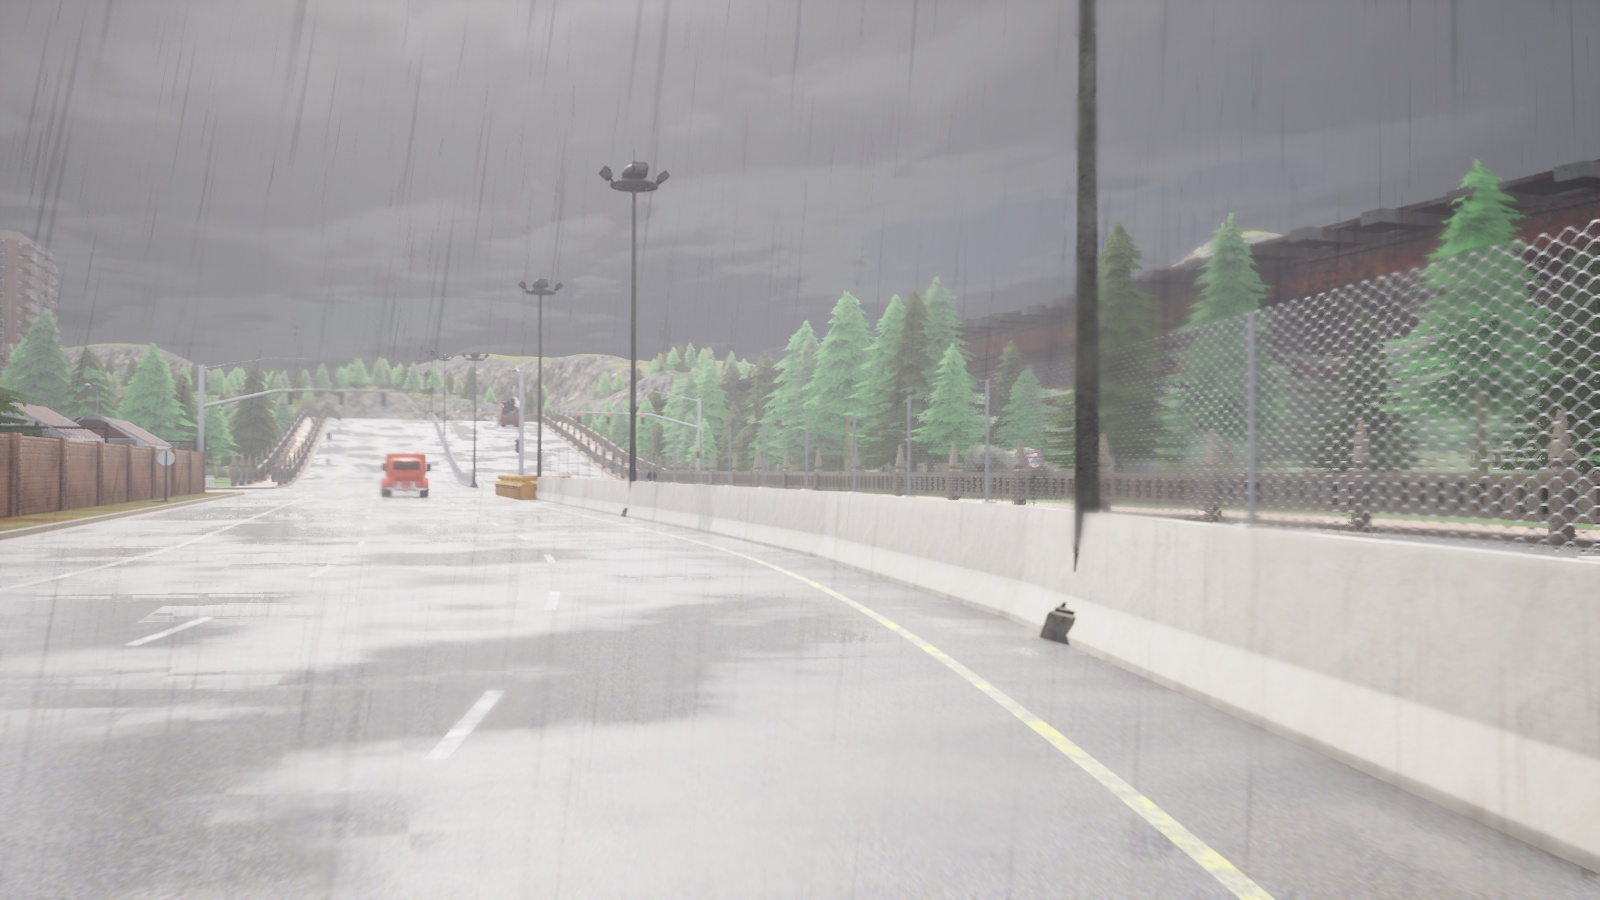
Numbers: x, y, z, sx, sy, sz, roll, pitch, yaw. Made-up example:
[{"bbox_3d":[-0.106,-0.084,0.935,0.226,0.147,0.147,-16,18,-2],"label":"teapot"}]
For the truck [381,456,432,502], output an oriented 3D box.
[{"bbox_3d":[-22.079,1.608,70.314,2.627,2.467,5.204,0,-1,-19],"label":"truck"}]
